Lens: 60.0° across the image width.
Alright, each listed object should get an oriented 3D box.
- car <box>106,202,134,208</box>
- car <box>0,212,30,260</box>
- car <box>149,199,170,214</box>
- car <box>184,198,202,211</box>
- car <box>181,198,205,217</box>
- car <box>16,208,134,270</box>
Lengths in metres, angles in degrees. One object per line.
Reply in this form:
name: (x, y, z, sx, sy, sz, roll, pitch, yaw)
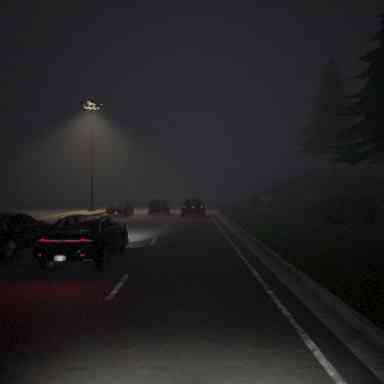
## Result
car: (-6.904, 1.601, 32.508, 1.895, 1.301, 4.718, 0, 0, 0)
car: (-6.899, 1.505, 12.402, 1.837, 1.490, 4.892, 0, 0, 0)
car: (-3.401, 1.478, 35.144, 1.882, 1.535, 5.008, 0, 0, 0)
car: (0.165, 1.491, 42.097, 2.128, 1.511, 4.902, 0, 0, 1)
car: (0.093, 1.353, 31.695, 2.097, 1.767, 4.553, 0, 0, 0)
car: (-3.400, 1.491, 11.004, 2.128, 1.511, 4.902, 0, 0, 0)
